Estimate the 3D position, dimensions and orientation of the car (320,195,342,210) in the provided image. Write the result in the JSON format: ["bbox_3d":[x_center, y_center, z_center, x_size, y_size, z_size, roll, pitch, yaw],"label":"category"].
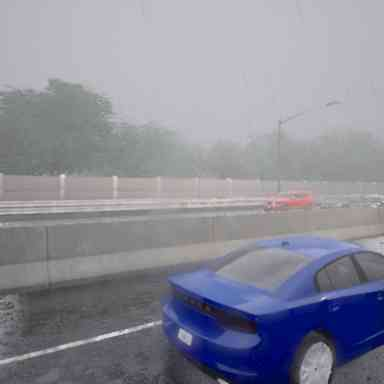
[{"bbox_3d":[13.729,1.083,30.191,4.553,1.767,2.097,-1,1,-34],"label":"car"}]

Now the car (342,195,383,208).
[{"bbox_3d":[14.364,1.120,26.394,4.553,1.767,2.097,-1,1,-34],"label":"car"}]

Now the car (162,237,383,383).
[{"bbox_3d":[1.974,1.441,5.070,5.008,1.535,1.882,0,0,-34],"label":"car"}]

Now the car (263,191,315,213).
[{"bbox_3d":[9.190,0.951,31.342,5.566,2.045,2.150,0,1,-34],"label":"car"}]
